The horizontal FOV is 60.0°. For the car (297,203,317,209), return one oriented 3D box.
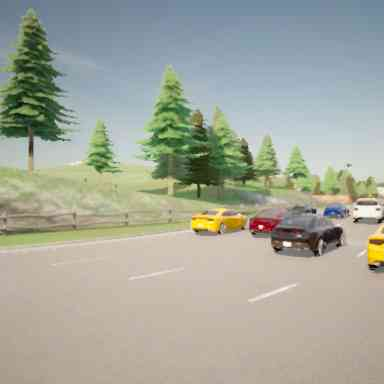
[{"bbox_3d":[12.809,2.026,37.625,2.128,1.511,4.902,-1,-1,34],"label":"car"}]

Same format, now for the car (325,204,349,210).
[{"bbox_3d":[15.411,1.957,35.216,1.882,1.535,5.008,-1,-1,34],"label":"car"}]

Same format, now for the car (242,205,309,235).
[{"bbox_3d":[5.218,1.777,20.199,1.882,1.535,5.008,-1,-1,36],"label":"car"}]

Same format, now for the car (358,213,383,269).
[{"bbox_3d":[7.220,1.614,10.874,1.882,1.535,5.008,-1,-1,41],"label":"car"}]

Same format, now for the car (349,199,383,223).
[{"bbox_3d":[15.779,1.606,29.457,2.150,2.045,5.566,-1,-1,34],"label":"car"}]

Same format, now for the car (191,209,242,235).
[{"bbox_3d":[1.929,1.819,21.584,1.882,1.535,5.008,-1,-1,36],"label":"car"}]

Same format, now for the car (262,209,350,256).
[{"bbox_3d":[5.063,1.709,14.232,1.837,1.490,4.892,-1,-1,39],"label":"car"}]
